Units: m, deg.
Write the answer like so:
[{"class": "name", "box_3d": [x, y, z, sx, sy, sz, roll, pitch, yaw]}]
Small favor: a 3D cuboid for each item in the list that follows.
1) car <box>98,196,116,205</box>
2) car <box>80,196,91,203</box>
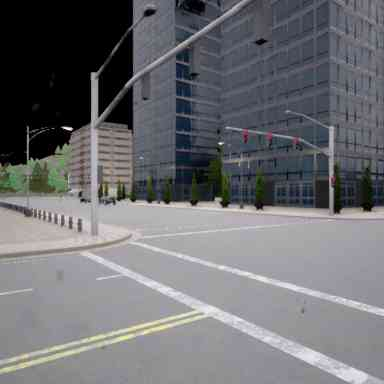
[{"class": "car", "box_3d": [-14.661, 1.449, 57.188, 1.837, 1.490, 4.892, 0, 0, -35]}, {"class": "car", "box_3d": [-20.626, 1.492, 65.703, 2.033, 1.411, 5.357, 0, 0, -33]}]
